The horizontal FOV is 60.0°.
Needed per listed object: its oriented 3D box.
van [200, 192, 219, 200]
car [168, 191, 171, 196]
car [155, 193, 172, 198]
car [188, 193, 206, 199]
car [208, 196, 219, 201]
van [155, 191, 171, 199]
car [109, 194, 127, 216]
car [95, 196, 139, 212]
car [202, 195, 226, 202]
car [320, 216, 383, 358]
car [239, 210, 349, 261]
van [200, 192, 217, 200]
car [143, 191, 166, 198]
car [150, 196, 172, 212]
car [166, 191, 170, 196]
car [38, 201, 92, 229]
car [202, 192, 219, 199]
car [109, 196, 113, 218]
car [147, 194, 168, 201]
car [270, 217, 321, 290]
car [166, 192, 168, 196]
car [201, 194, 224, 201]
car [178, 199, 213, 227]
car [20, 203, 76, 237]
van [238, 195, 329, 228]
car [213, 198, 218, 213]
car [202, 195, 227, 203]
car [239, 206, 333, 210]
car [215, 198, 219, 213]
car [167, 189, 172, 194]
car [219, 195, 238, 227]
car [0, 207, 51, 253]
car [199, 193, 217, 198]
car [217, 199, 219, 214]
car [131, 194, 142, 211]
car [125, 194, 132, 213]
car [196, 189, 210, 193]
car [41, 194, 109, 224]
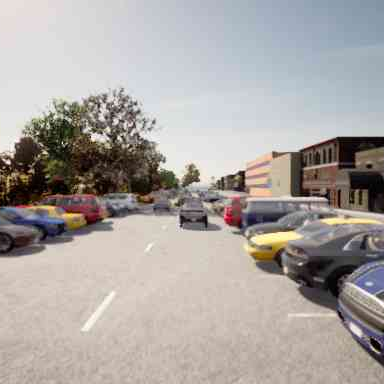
[{"bbox_3d":[4.305,0.974,81.118,4.442,1.987,1.878,0,0,0],"label":"van"},{"bbox_3d":[-8.126,1.228,80.985,4.792,1.488,2.163,0,0,0],"label":"car"},{"bbox_3d":[-8.140,1.069,95.250,4.792,1.488,2.163,0,1,0],"label":"car"},{"bbox_3d":[0.309,1.333,39.990,2.097,1.767,4.553,0,0,4],"label":"car"},{"bbox_3d":[4.734,1.461,35.361,5.366,1.575,1.946,0,0,0],"label":"car"},{"bbox_3d":[-7.999,0.871,92.419,4.442,1.987,1.878,0,1,0],"label":"van"},{"bbox_3d":[-8.564,1.341,29.672,4.553,1.767,2.185,0,0,0],"label":"car"},{"bbox_3d":[-8.500,1.335,38.153,4.553,1.767,2.185,0,0,0],"label":"car"},{"bbox_3d":[4.378,1.276,66.990,4.674,1.452,2.002,0,0,0],"label":"car"},{"bbox_3d":[4.572,1.356,4.745,4.553,1.767,2.185,0,0,0],"label":"car"},{"bbox_3d":[4.357,1.476,10.312,5.366,1.575,1.946,0,0,0],"label":"car"},{"bbox_3d":[4.321,0.956,86.648,4.442,1.987,1.878,0,0,0],"label":"van"},{"bbox_3d":[-8.167,1.109,66.990,4.553,1.767,2.185,0,0,0],"label":"car"},{"bbox_3d":[-3.485,1.504,39.395,1.837,1.490,4.892,0,0,0],"label":"car"},{"bbox_3d":[-8.179,1.214,75.462,4.892,1.521,2.231,0,0,0],"label":"car"},{"bbox_3d":[-8.721,1.471,18.533,5.366,1.575,1.946,0,0,0],"label":"car"},{"bbox_3d":[4.335,1.280,61.337,4.792,1.488,2.163,0,0,0],"label":"car"},{"bbox_3d":[-8.503,1.345,24.227,4.553,1.767,2.185,0,0,0],"label":"car"},{"bbox_3d":[-8.134,1.235,78.161,4.792,1.488,2.163,0,0,0],"label":"car"},{"bbox_3d":[4.536,1.482,7.529,4.892,1.521,2.231,0,0,0],"label":"car"},{"bbox_3d":[-8.185,1.228,69.690,5.008,1.535,2.097,0,0,0],"label":"car"},{"bbox_3d":[4.402,1.221,72.642,5.008,1.535,2.097,0,0,0],"label":"car"},{"bbox_3d":[0.106,1.483,22.922,2.128,1.511,4.902,0,0,0],"label":"car"},{"bbox_3d":[-8.541,1.476,15.874,5.008,1.535,2.097,0,0,0],"label":"car"},{"bbox_3d":[4.661,1.251,15.879,4.442,1.987,1.878,0,0,0],"label":"van"},{"bbox_3d":[4.545,1.508,29.795,4.674,1.452,2.002,0,0,0],"label":"car"},{"bbox_3d":[4.370,1.283,64.164,4.674,1.452,2.002,0,0,0],"label":"car"},{"bbox_3d":[4.550,1.480,13.095,4.892,1.521,2.231,0,0,0],"label":"car"},{"bbox_3d":[4.576,1.499,27.012,4.792,1.488,2.163,0,0,0],"label":"car"},{"bbox_3d":[-8.118,0.940,83.808,5.566,2.045,2.435,0,0,0],"label":"car"},{"bbox_3d":[4.573,1.224,18.662,5.566,2.045,2.435,0,0,0],"label":"car"},{"bbox_3d":[-8.507,1.507,13.087,4.792,1.488,2.163,0,0,0],"label":"car"},{"bbox_3d":[4.468,1.040,95.267,5.008,1.535,2.097,0,1,0],"label":"car"},{"bbox_3d":[4.552,1.473,24.229,4.892,1.521,2.231,0,0,0],"label":"car"},{"bbox_3d":[-8.560,1.211,35.367,5.566,2.045,2.435,0,0,0],"label":"car"},{"bbox_3d":[-8.563,1.339,32.457,4.553,1.767,2.185,0,0,0],"label":"car"},{"bbox_3d":[4.442,0.956,78.292,5.566,2.045,2.435,0,0,0],"label":"car"},{"bbox_3d":[-8.563,1.221,21.318,5.566,2.045,2.435,0,0,0],"label":"car"}]
